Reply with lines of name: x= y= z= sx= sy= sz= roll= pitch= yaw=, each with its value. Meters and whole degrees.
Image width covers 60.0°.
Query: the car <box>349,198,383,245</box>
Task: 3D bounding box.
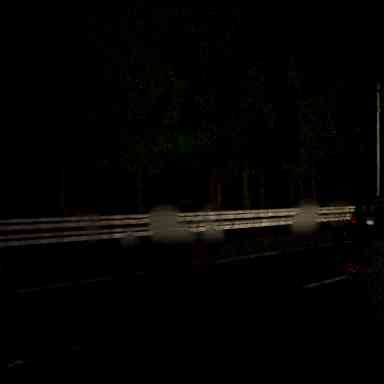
car: x=9.166 y=1.294 z=14.592 sx=5.566 sy=2.045 sz=2.150 roll=0 pitch=0 yaw=-35
